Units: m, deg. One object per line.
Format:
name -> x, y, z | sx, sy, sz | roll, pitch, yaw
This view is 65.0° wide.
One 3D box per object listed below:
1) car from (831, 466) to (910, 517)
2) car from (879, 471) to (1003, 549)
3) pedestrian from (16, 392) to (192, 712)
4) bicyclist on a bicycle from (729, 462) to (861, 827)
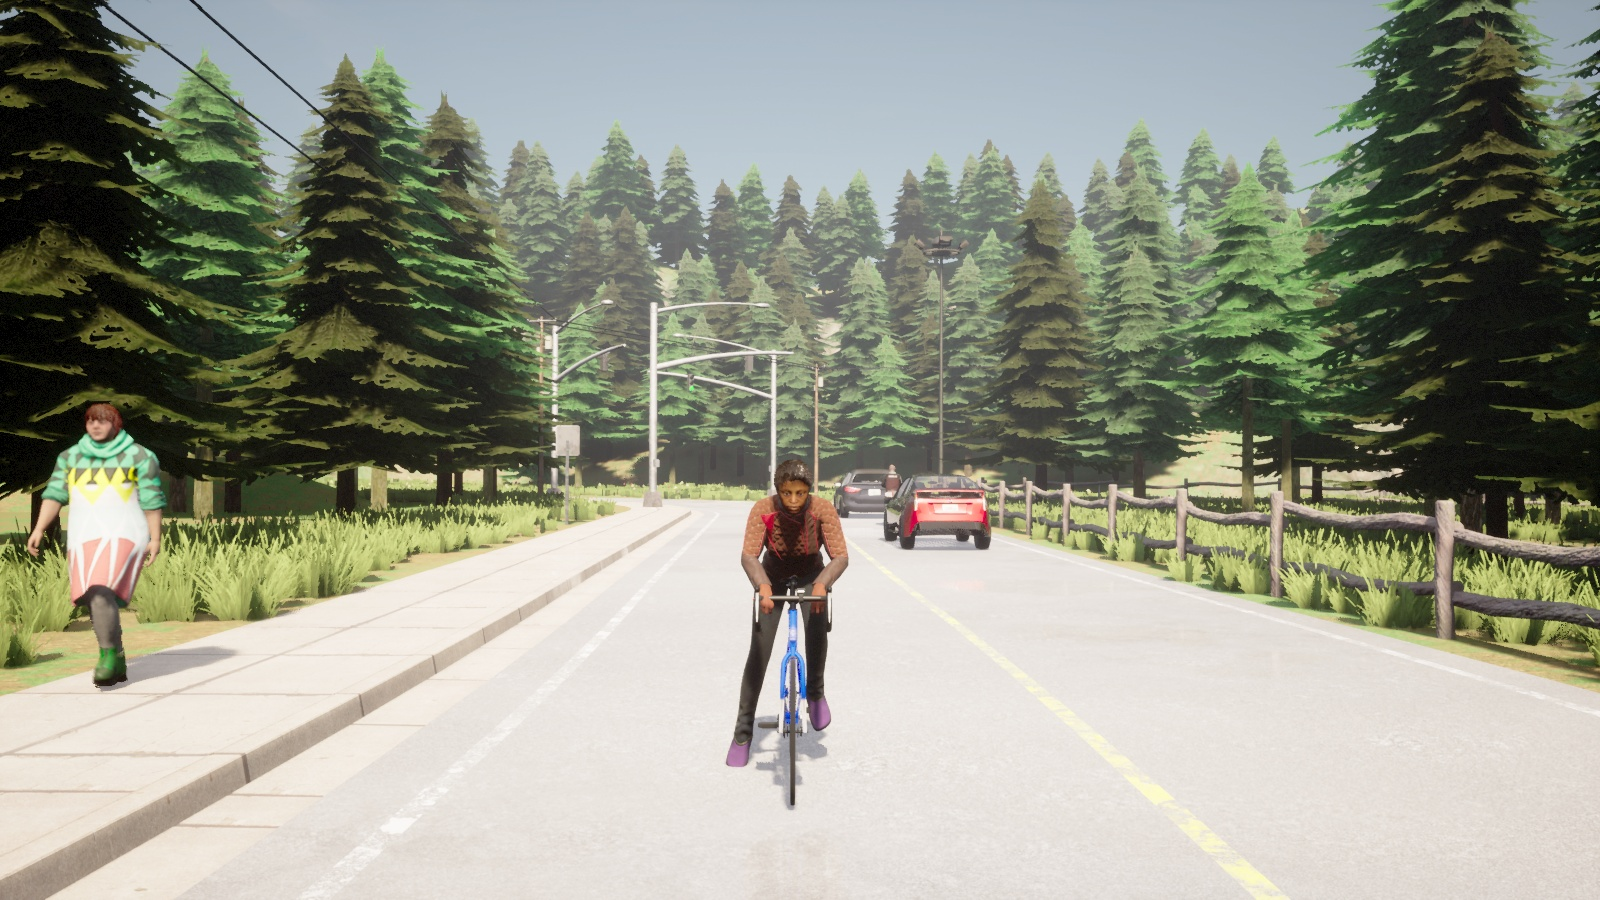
car -> 2.378, 1.389, 43.612 | 2.242, 1.667, 4.611 | 0, -1, -3
car -> 2.901, 1.207, 26.798 | 2.007, 1.525, 4.514 | 0, -1, -2
pedestrian -> -4.466, 0.629, 8.119 | 0.659, 1.952, 0.873 | 0, -1, -2
bicyclist on a bicycle -> -0.030, 0.875, 6.417 | 0.582, 1.620, 1.656 | 0, -1, -1
